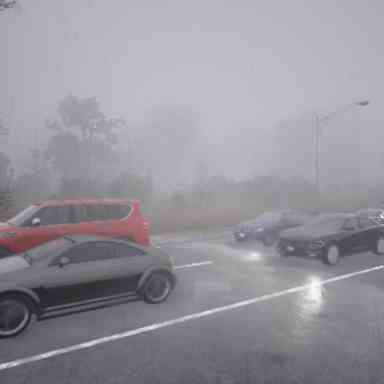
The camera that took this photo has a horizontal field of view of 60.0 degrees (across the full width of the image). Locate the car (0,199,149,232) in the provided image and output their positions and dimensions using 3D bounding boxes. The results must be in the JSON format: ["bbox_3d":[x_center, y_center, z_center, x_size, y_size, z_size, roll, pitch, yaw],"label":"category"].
[{"bbox_3d":[-3.917,1.230,9.795,5.566,2.045,2.150,0,0,-35],"label":"car"}]

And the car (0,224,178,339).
[{"bbox_3d":[-2.358,1.570,6.609,4.181,1.385,1.994,0,0,-36],"label":"car"}]

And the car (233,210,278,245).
[{"bbox_3d":[4.022,1.568,15.445,4.674,1.442,1.812,0,0,-35],"label":"car"}]

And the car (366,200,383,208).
[{"bbox_3d":[12.406,1.337,21.352,4.553,1.767,2.097,-2,1,-35],"label":"car"}]

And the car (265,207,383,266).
[{"bbox_3d":[5.133,1.516,11.941,5.008,1.535,1.882,0,0,-36],"label":"car"}]
